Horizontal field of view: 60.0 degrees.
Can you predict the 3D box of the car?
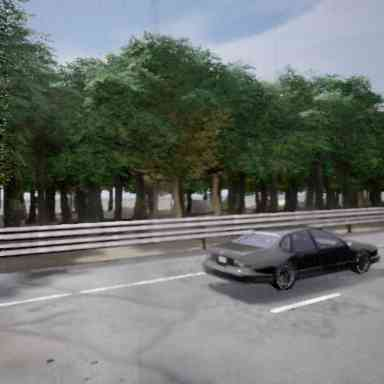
[{"bbox_3d":[2.900,1.640,9.241,5.357,1.411,2.033,-1,-1,-30],"label":"car"}]
